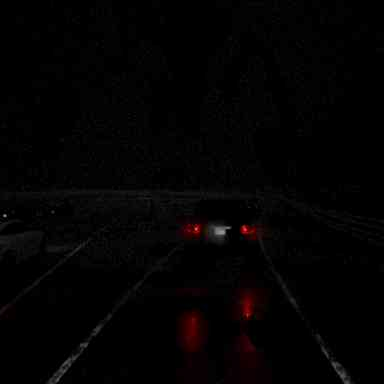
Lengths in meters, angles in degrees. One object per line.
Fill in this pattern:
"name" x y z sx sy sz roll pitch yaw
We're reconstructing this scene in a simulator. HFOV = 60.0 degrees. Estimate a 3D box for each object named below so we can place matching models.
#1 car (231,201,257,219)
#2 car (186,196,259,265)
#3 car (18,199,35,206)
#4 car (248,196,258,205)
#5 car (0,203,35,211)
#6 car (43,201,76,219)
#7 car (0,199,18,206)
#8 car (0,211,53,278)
"car" 5.181 1.651 32.397 2.128 1.511 4.902 0 0 13
"car" 1.122 1.254 12.053 2.150 2.045 5.566 0 0 7
"car" -35.144 2.255 70.800 1.994 1.385 4.181 0 -1 -8
"car" 11.448 1.526 62.327 1.837 1.490 4.892 0 1 10
"car" -15.331 1.643 28.970 1.895 1.301 4.718 0 -1 -8
"car" -11.976 1.549 30.302 1.882 1.535 5.008 0 -1 -8
"car" -38.628 2.208 70.447 1.812 1.442 4.674 0 -1 -8
"car" -5.810 1.503 9.798 1.812 1.442 4.674 0 0 -8
